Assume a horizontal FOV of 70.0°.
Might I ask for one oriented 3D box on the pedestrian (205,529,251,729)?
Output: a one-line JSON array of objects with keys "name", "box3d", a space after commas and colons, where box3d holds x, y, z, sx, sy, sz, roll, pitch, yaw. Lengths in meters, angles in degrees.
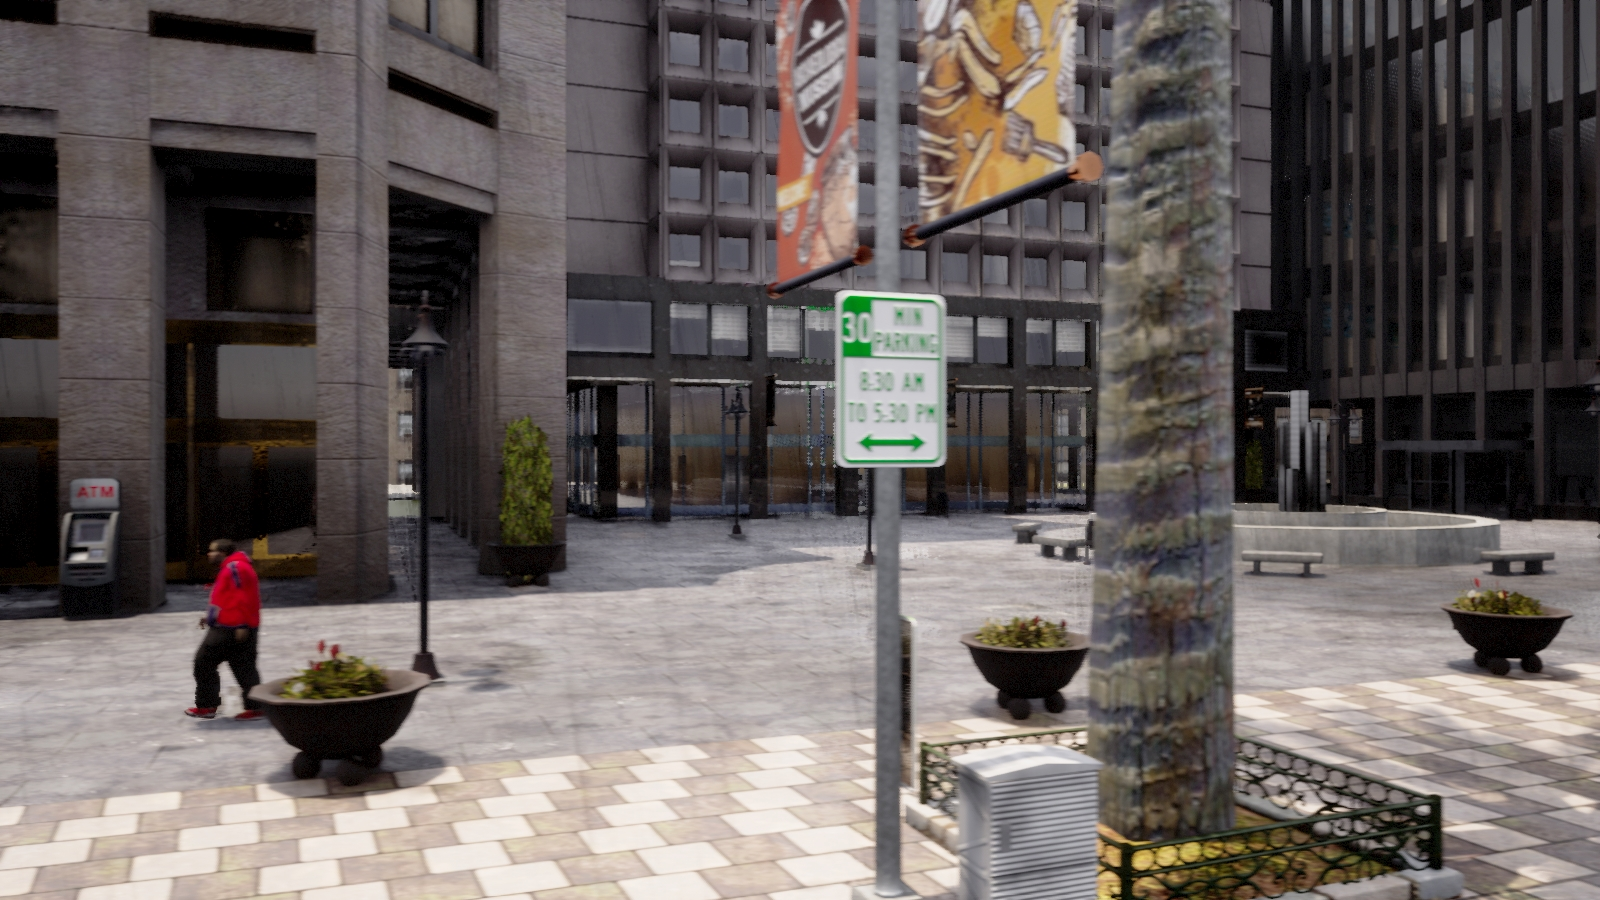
[{"name": "pedestrian", "box3d": [-5.517, 1.707, 11.036, 0.375, 1.860, 0.375, 0, 0, -23]}]
